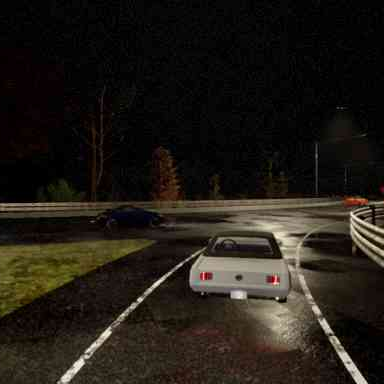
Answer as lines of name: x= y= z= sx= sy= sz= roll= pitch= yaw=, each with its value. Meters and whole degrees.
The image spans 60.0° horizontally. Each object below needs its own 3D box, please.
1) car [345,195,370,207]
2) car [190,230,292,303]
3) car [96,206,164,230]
car: x=25.990 y=1.349 z=52.673 sx=2.097 sy=1.767 sz=4.553 roll=0 pitch=0 yaw=42
car: x=1.309 y=1.601 z=8.274 sx=1.895 sy=1.301 sz=4.718 roll=0 pitch=0 yaw=12
car: x=-3.937 y=1.563 z=21.229 sx=4.181 sy=1.385 sz=1.994 roll=0 pitch=0 yaw=-26
